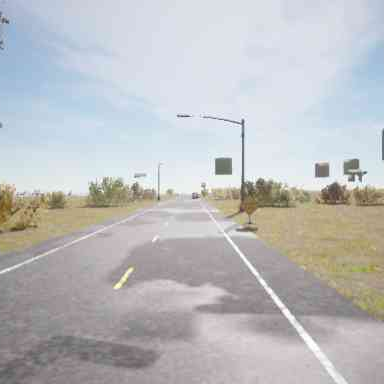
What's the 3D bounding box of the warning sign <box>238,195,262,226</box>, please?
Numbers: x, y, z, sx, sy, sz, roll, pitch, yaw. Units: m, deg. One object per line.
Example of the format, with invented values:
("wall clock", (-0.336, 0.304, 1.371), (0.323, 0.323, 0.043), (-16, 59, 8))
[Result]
("warning sign", (3.537, 1.102, 20.390), (1.300, 1.860, 1.060), (-1, -1, 0))
